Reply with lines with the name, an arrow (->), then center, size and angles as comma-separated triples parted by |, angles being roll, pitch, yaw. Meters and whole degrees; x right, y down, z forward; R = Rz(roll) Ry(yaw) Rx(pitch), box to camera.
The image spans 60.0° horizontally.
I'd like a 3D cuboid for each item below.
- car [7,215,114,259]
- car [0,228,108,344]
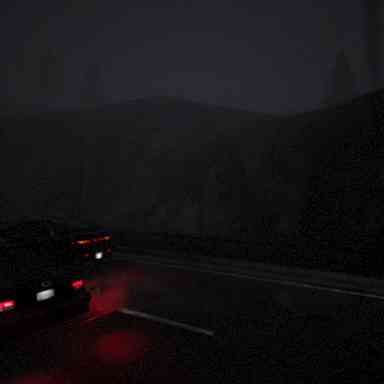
car -> -4.630, 1.503, 10.432 | 4.892, 1.490, 1.837 | 0, 0, 31
car -> -4.271, 1.552, 6.167 | 5.357, 1.411, 2.033 | 0, 0, 32
